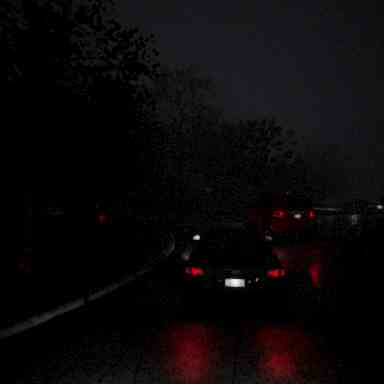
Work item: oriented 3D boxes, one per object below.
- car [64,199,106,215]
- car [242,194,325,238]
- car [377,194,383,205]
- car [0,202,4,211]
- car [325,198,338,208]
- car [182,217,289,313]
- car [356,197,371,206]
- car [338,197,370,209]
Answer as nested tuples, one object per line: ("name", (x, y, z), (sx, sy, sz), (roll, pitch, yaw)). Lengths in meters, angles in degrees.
("car", (-9.761, 1.353, 30.797), (4.674, 1.442, 1.812), (0, 0, 28))
("car", (4.259, 1.116, 17.087), (2.150, 2.045, 5.566), (0, 0, -7))
("car", (34.720, 1.325, 59.887), (2.150, 2.045, 5.566), (0, 0, 30))
("car", (-21.221, 1.342, 33.394), (4.674, 1.442, 1.812), (0, 0, 14))
("car", (20.331, 1.598, 48.121), (4.674, 1.442, 1.812), (1, 0, -39))
("car", (0.934, 1.505, 7.667), (1.994, 1.385, 4.181), (0, 0, 6))
("car", (30.894, 1.649, 59.752), (2.033, 1.411, 5.357), (0, 0, 31))
("car", (22.565, 1.594, 45.775), (4.892, 1.490, 1.837), (1, 0, -39))
